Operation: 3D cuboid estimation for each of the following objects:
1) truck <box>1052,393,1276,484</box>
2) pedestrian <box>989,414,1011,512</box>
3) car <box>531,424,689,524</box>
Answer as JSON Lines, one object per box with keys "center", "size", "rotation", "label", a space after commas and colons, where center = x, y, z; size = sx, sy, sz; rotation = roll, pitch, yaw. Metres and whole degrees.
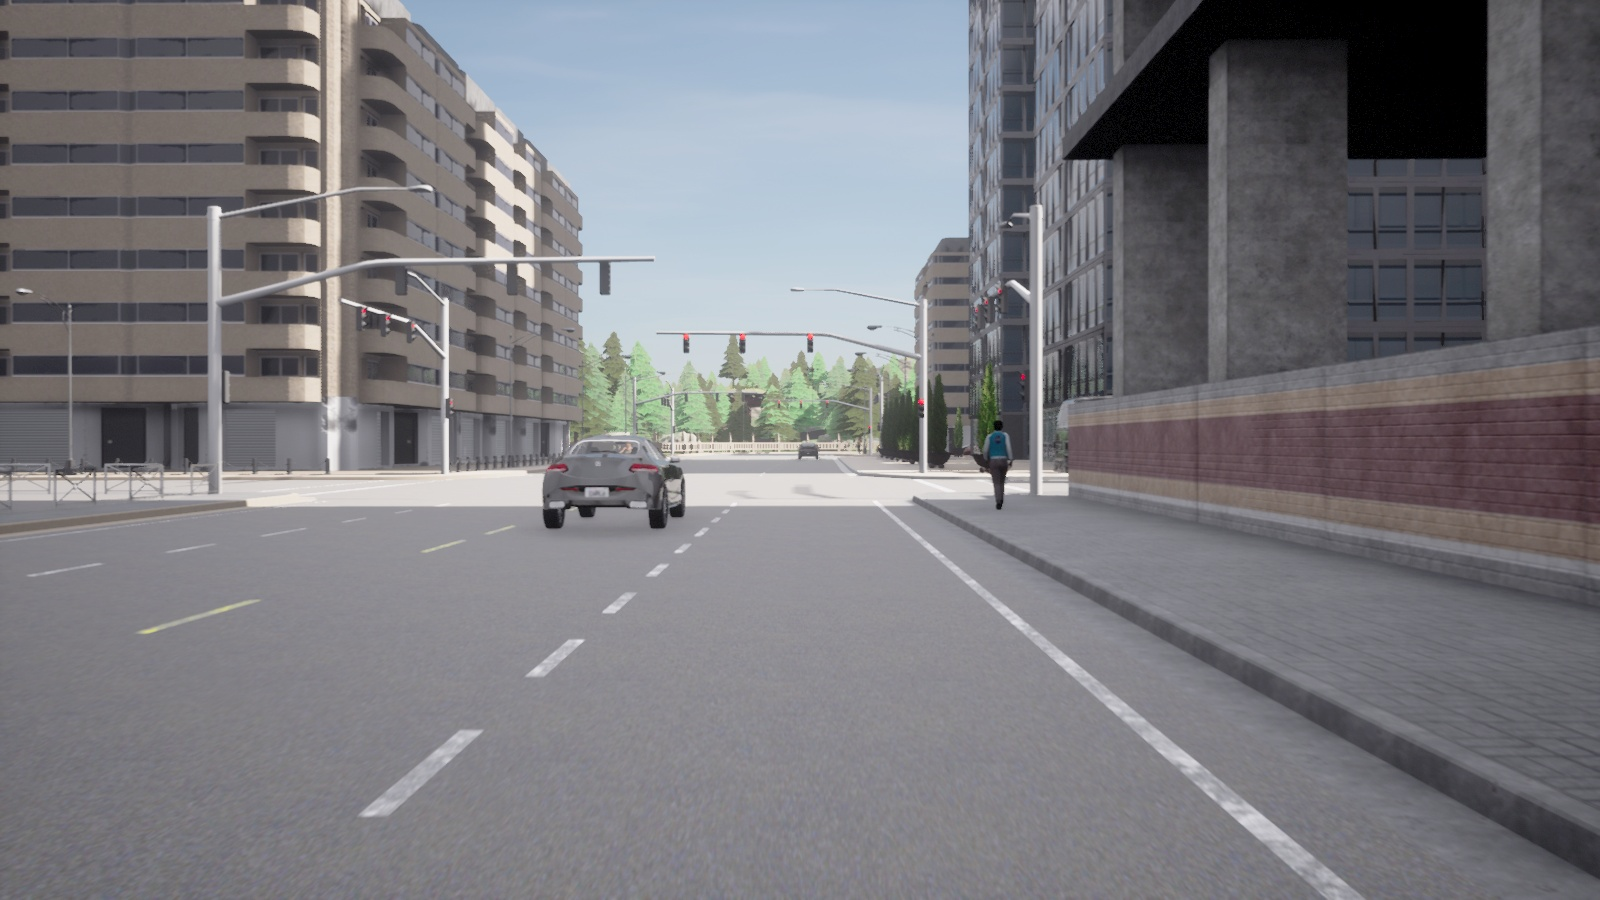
{"center": [14.168, -0.447, 49.309], "size": [7.936, 3.462, 2.891], "rotation": [0, 0, 0], "label": "truck"}
{"center": [4.010, 0.256, 25.190], "size": [0.396, 1.930, 0.692], "rotation": [0, 0, 7], "label": "pedestrian"}
{"center": [-3.380, 0.390, 23.380], "size": [2.152, 1.651, 5.027], "rotation": [0, 0, 0], "label": "car"}
